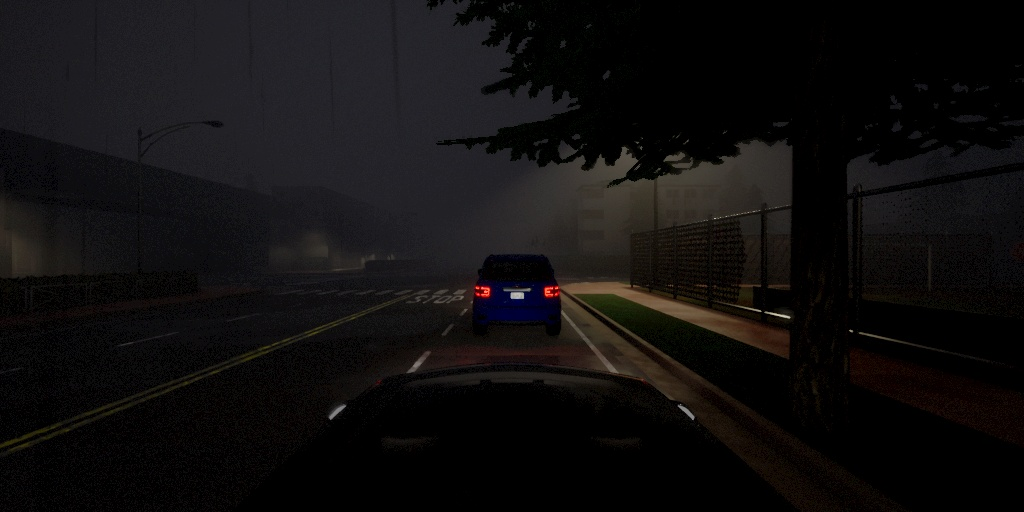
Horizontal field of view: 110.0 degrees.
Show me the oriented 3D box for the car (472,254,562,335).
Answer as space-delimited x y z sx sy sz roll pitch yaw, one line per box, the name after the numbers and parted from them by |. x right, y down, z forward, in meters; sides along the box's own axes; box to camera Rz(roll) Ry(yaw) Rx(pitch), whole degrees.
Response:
0.125 0.971 10.609 2.150 2.045 5.566 0 0 0 | car

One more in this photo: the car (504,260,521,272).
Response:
0.068 1.238 46.449 2.128 1.511 4.902 0 0 -1 | car
